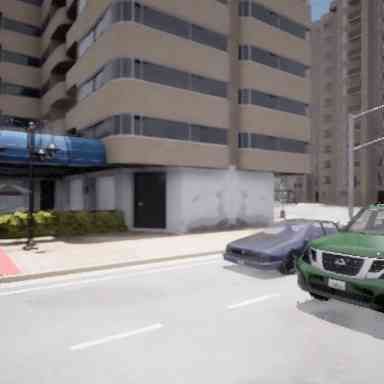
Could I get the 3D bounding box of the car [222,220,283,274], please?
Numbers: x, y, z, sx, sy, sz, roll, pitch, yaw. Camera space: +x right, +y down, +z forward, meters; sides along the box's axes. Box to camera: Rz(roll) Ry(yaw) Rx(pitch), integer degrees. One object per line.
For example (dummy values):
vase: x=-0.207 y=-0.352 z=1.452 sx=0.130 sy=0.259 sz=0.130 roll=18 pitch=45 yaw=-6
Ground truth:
car: x=3.536 y=1.587 z=10.721 sx=5.357 sy=1.411 sz=2.033 roll=0 pitch=0 yaw=-35

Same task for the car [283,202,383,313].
car: x=4.751 y=1.258 z=7.299 sx=5.566 sy=2.045 sz=2.150 roll=1 pitch=0 yaw=-35
